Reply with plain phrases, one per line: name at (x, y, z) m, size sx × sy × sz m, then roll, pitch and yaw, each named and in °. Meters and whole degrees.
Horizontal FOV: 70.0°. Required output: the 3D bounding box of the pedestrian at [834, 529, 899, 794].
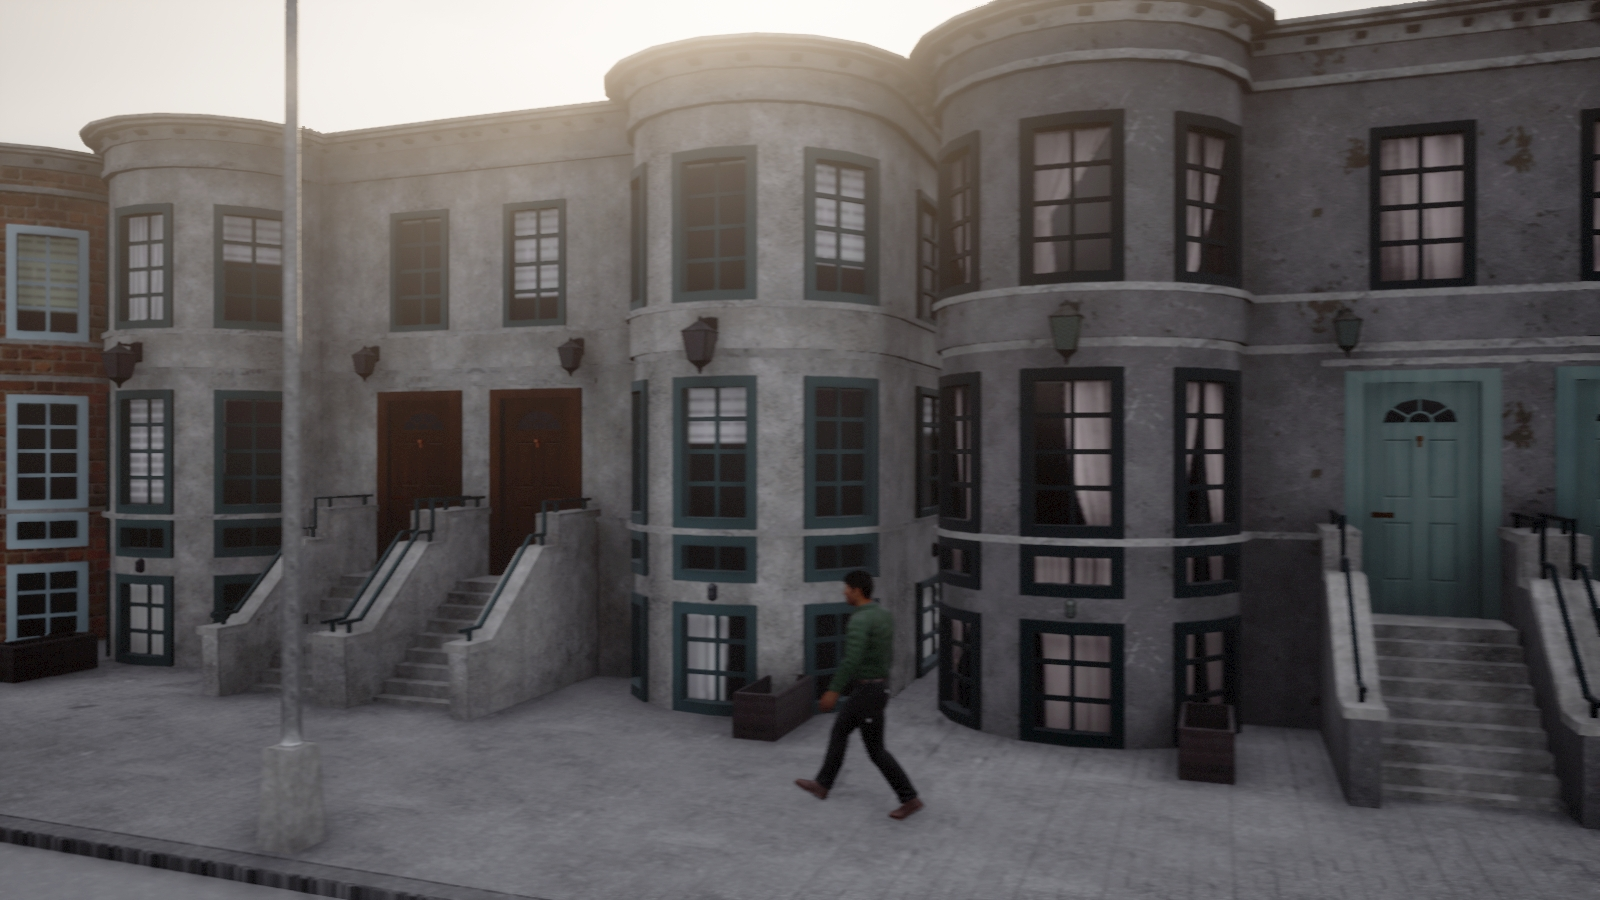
pedestrian at (0.491, 1.526, 8.403) m, size 0.375 × 1.860 × 0.375 m, roll 0°, pitch 0°, yaw 22°
